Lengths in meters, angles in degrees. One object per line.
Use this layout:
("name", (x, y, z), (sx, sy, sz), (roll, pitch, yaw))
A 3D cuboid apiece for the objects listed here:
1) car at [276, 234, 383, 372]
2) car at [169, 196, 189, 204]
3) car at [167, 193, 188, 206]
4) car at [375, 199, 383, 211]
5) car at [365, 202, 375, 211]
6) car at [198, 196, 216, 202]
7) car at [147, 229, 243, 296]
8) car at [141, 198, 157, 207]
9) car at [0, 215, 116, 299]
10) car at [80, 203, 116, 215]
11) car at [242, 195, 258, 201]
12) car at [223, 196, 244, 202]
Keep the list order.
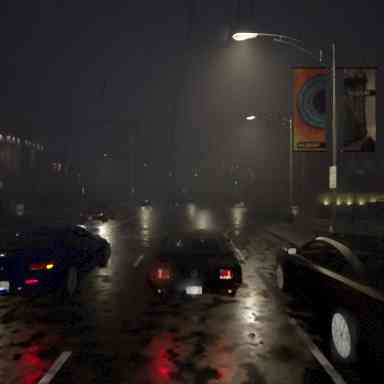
("car", (2.902, 1.485, 5.854), (2.097, 1.535, 5.008), (0, 0, 0))
("car", (-2.665, 1.541, 69.319), (1.882, 1.535, 5.008), (0, 0, 26))
("car", (-2.720, 1.275, 57.757), (2.150, 2.045, 5.566), (0, 0, 12))
("car", (23.376, 1.539, 36.583), (4.892, 1.490, 1.837), (0, 0, 0))
("car", (23.484, 1.529, 40.084), (4.902, 1.511, 2.128), (0, 0, 0))
("car", (3.621, 1.613, 78.900), (2.033, 1.411, 5.357), (0, 0, 40))
("car", (0.068, 1.609, 8.646), (1.895, 1.301, 4.718), (0, 0, 0))
("car", (-6.808, 1.596, 53.257), (2.033, 1.411, 5.357), (0, 0, 3))
("car", (-3.434, 1.533, 8.345), (1.812, 1.442, 4.674), (0, 0, 1))
("car", (-7.090, 1.549, 25.435), (1.812, 1.442, 4.674), (0, 0, 0))
("car", (15.469, 1.632, 88.653), (4.181, 1.385, 1.994), (0, 0, -32))
("car", (8.903, 1.593, 74.303), (1.812, 1.442, 4.674), (0, 0, 43))
